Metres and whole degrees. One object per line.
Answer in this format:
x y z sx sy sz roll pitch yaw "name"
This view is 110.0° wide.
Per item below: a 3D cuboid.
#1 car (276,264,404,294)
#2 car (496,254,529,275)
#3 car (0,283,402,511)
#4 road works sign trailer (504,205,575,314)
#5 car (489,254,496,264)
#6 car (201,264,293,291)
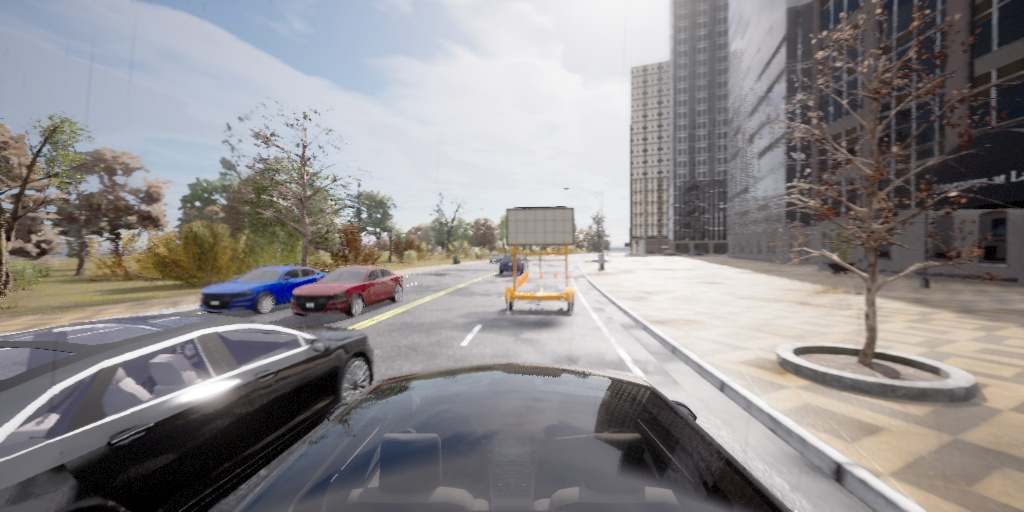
-5.532 1.097 12.739 1.882 1.535 5.008 0 1 6 "car"
0.239 0.636 31.317 2.097 1.767 4.553 0 1 8 "car"
-2.929 1.244 3.006 2.128 1.511 4.902 0 1 4 "car"
1.026 0.033 12.793 2.380 3.560 2.880 0 0 7 "road works sign trailer"
-2.172 0.418 55.112 2.128 1.511 4.902 0 1 13 "car"
-8.741 1.113 13.326 1.882 1.535 5.008 0 1 6 "car"
